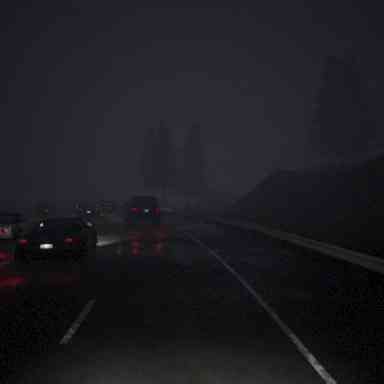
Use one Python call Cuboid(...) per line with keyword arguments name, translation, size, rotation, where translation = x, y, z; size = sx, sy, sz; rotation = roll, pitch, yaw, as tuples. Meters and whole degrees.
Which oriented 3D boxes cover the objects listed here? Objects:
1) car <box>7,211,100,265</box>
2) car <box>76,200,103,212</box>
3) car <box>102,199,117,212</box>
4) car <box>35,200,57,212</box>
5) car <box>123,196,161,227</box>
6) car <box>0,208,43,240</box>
Cuboid(name="car", translation=(-4.657, 1.605, 11.959), size=(1.994, 1.385, 4.181), rotation=(0, 0, -8))
Cuboid(name="car", translation=(-9.502, 1.663, 30.216), size=(1.994, 1.385, 4.181), rotation=(0, 0, -20))
Cuboid(name="car", translation=(-10.527, 1.632, 40.827), size=(1.837, 1.490, 4.892), rotation=(0, -1, -27))
Cuboid(name="car", translation=(-14.638, 1.594, 33.446), size=(1.882, 1.535, 5.008), rotation=(0, 0, -24))
Cuboid(name="car", translation=(-3.658, 1.295, 23.936), size=(2.150, 2.045, 5.566), rotation=(0, 0, -16))
Cuboid(name="car", translation=(-8.838, 1.659, 15.931), size=(1.895, 1.301, 4.718), rotation=(0, 0, -12))
